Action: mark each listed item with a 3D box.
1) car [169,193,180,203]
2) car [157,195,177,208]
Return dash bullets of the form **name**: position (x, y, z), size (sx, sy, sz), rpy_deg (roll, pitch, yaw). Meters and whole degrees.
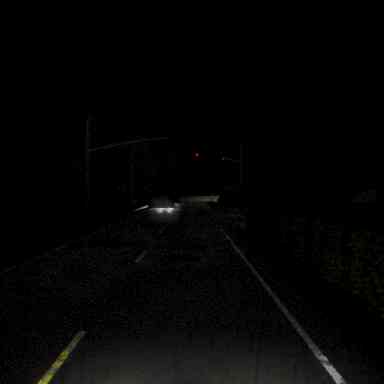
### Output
- **car**: position (-3.495, 1.184, 63.331), size (2.150, 2.045, 5.566), rpy_deg (0, 0, 0)
- **car**: position (-3.574, 1.468, 45.435), size (1.994, 1.385, 4.181), rpy_deg (0, 0, 0)
